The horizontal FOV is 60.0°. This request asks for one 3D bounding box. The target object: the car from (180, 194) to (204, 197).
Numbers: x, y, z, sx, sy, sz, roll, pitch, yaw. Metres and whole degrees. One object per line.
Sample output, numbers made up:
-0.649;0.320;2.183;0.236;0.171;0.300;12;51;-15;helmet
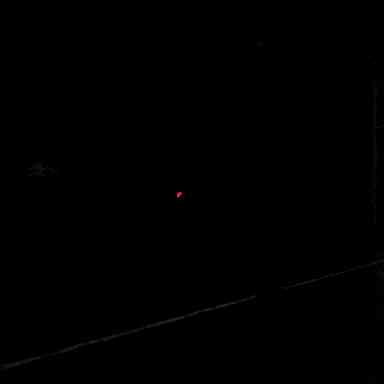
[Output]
0.572;1.206;36.801;2.150;2.045;5.566;0;0;-37;car
